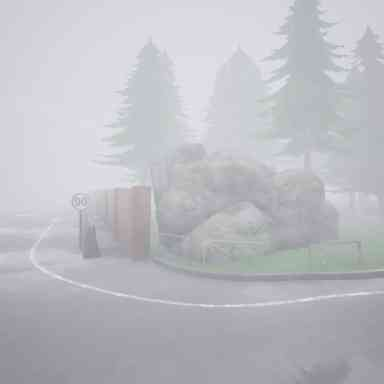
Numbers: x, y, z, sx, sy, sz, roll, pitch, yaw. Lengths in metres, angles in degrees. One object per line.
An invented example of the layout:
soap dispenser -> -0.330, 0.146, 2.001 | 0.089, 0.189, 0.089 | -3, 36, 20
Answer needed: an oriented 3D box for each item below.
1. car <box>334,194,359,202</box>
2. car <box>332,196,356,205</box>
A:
car -> 25.486, 1.187, 52.880 | 2.150, 2.045, 5.566 | 0, 0, -13
car -> 27.662, 1.530, 60.610 | 1.994, 1.385, 4.181 | 0, 0, -9
